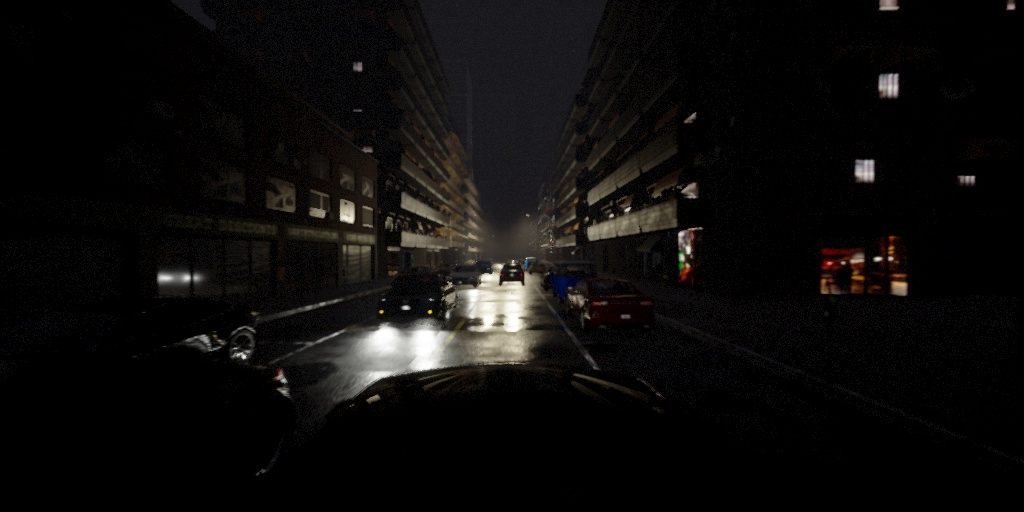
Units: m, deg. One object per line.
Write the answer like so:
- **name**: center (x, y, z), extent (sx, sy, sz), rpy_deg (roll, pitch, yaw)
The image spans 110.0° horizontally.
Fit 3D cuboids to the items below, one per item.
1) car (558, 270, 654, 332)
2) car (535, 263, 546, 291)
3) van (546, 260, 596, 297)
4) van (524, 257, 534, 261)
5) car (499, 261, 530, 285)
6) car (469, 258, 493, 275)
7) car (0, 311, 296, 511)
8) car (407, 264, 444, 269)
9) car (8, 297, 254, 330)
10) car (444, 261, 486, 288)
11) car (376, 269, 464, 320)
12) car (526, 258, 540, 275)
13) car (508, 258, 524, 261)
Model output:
- **car**: center (2.688, 1.291, 10.686), extent (1.888, 1.381, 4.507), rpy_deg (0, 0, 0)
- **car**: center (2.688, 1.307, 21.733), extent (1.948, 1.339, 4.313), rpy_deg (0, 0, 0)
- **van**: center (2.688, 1.084, 16.209), extent (1.690, 1.789, 3.998), rpy_deg (0, 0, 0)
- **van**: center (2.687, 1.076, 49.350), extent (1.690, 1.789, 3.998), rpy_deg (0, 0, 0)
- **car**: center (0.019, 1.287, 25.741), extent (2.033, 1.411, 5.357), rpy_deg (0, 0, 1)
- **car**: center (-3.027, 1.214, 38.116), extent (1.882, 1.535, 5.008), rpy_deg (0, 0, 1)
- **car**: center (-3.089, 1.315, 1.780), extent (1.994, 1.385, 4.181), rpy_deg (0, 0, 0)
- **car**: center (-5.693, 1.286, 21.745), extent (1.888, 1.381, 4.507), rpy_deg (0, 0, 0)
- **car**: center (-5.693, 1.314, 5.175), extent (1.948, 1.339, 4.313), rpy_deg (0, 0, 0)
- **car**: center (-3.039, 1.267, 23.635), extent (1.812, 1.442, 4.674), rpy_deg (0, 1, 1)
- **car**: center (-3.069, 1.309, 12.373), extent (1.994, 1.385, 4.181), rpy_deg (0, 0, 0)
- **car**: center (2.687, 1.262, 38.473), extent (1.751, 1.417, 4.829), rpy_deg (0, 0, 0)
- **car**: center (0.084, 1.228, 45.640), extent (2.128, 1.511, 4.902), rpy_deg (0, 0, 0)
